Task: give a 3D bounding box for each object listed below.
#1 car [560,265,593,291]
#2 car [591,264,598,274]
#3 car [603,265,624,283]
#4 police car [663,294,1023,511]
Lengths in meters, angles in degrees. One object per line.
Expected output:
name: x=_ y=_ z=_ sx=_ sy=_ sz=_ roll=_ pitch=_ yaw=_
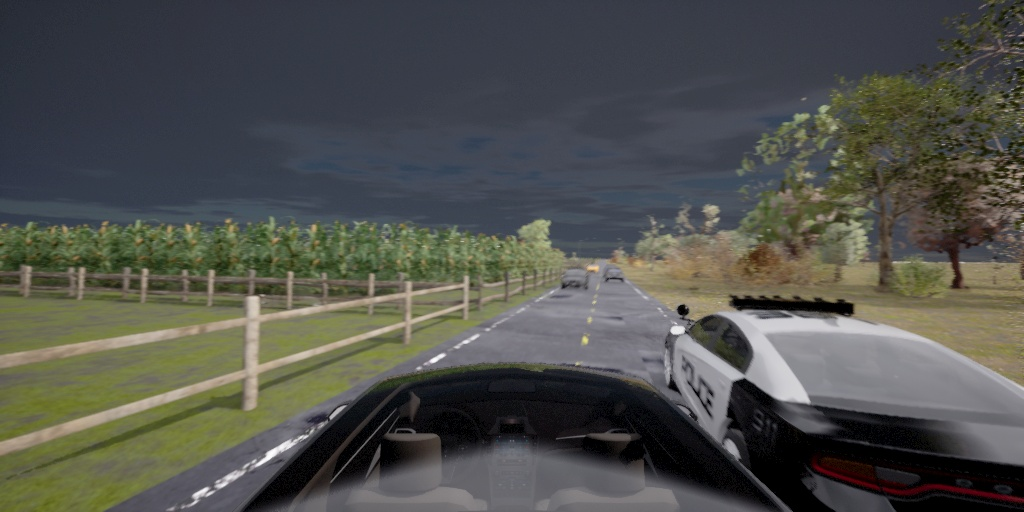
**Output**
car: x=4.655 y=1.644 z=25.981 sx=1.837 sy=1.490 sz=4.892 roll=1 pitch=-1 yaw=14
car: x=13.725 y=2.186 z=61.073 sx=1.882 sy=1.535 sz=5.008 roll=1 pitch=-1 yaw=14
car: x=10.442 y=1.921 z=36.729 sx=2.033 sy=1.411 sz=5.357 roll=1 pitch=-1 yaw=14
police car: x=2.969 y=1.259 z=3.987 sx=1.930 sy=1.638 sz=5.238 roll=1 pitch=-1 yaw=14
